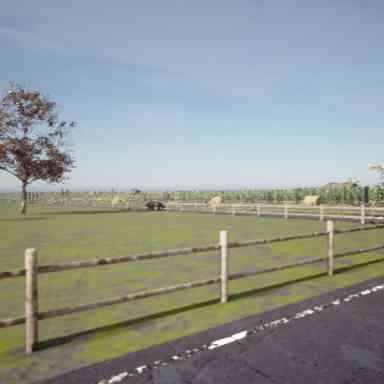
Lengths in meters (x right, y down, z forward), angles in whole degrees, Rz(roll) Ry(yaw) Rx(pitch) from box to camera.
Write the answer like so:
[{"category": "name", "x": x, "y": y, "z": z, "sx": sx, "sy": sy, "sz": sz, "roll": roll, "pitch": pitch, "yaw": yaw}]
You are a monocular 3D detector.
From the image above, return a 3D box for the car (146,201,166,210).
[{"category": "car", "x": -6.411, "y": 2.407, "z": 58.938, "sx": 1.837, "sy": 1.490, "sz": 4.892, "roll": 0, "pitch": -1, "yaw": -34}]
